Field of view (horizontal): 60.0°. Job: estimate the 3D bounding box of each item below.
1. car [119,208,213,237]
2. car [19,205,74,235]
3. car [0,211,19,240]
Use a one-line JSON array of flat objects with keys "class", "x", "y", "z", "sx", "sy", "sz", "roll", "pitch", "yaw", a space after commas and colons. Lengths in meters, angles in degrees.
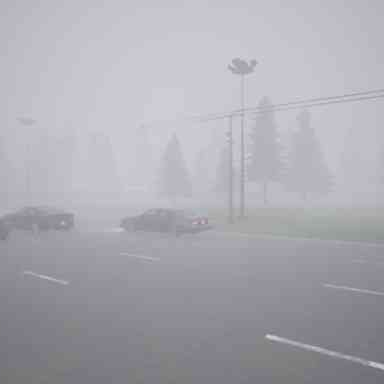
[{"class": "car", "x": -1.492, "y": 1.554, "z": 17.959, "sx": 5.357, "sy": 1.411, "sz": 2.033, "roll": 0, "pitch": 0, "yaw": 36}, {"class": "car", "x": -8.767, "y": 1.488, "z": 18.854, "sx": 5.008, "sy": 1.535, "sz": 1.882, "roll": 0, "pitch": 0, "yaw": 36}, {"class": "car", "x": -10.373, "y": 1.536, "z": 15.685, "sx": 4.674, "sy": 1.442, "sz": 1.812, "roll": 0, "pitch": 0, "yaw": 35}]
